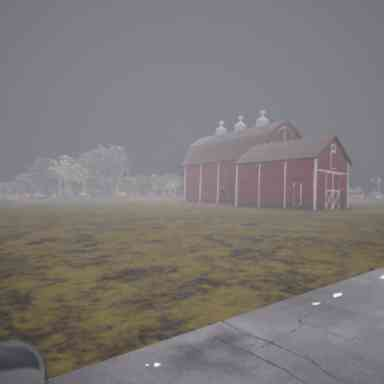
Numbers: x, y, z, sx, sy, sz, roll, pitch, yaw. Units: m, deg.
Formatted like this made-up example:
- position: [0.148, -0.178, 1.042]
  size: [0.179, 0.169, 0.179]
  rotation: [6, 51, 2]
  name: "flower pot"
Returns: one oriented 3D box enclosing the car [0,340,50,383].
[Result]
- position: [-2.894, 1.522, 1.128]
  size: [4.674, 1.442, 1.812]
  rotation: [0, 0, -35]
  name: "car"
